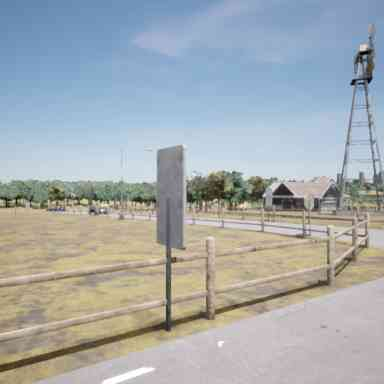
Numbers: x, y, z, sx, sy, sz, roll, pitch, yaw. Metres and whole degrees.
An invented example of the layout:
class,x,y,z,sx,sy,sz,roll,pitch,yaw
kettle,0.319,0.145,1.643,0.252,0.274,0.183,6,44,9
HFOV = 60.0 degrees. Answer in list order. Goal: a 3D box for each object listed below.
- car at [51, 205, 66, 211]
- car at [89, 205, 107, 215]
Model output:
class,x,y,z,sx,sy,sz,roll,pitch,yaw
car,-32.826,4.160,82.733,2.097,1.767,4.553,0,-3,-35
car,-14.943,2.785,52.407,2.128,1.511,4.902,0,-2,-35
